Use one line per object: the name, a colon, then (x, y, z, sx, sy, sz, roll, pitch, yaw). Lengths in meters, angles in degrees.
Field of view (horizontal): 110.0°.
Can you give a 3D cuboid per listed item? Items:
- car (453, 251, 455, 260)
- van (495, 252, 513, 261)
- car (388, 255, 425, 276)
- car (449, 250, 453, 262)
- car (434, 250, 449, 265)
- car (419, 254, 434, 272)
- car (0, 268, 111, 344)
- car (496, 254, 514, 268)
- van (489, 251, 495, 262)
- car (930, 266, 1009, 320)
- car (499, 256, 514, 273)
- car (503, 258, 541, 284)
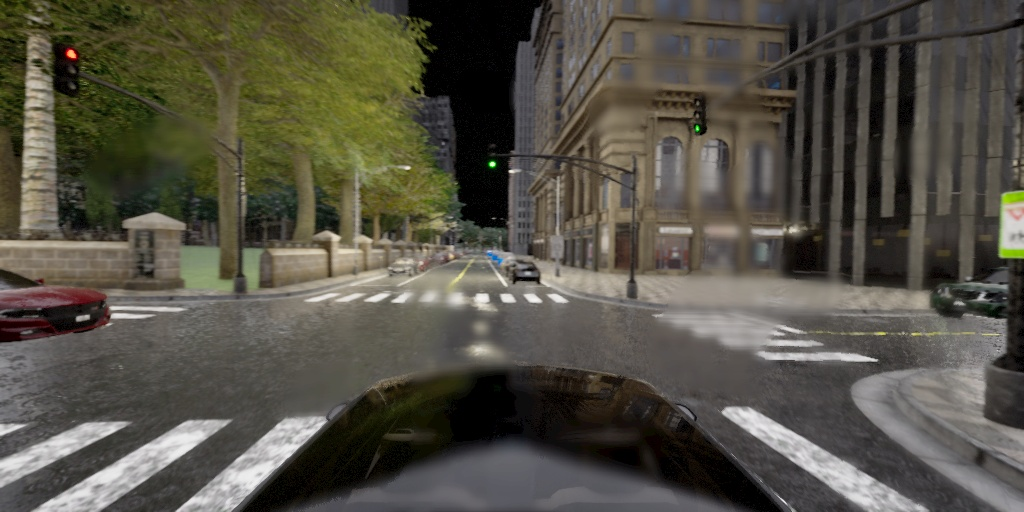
car: (-11.062, 0.222, 59.737, 1.751, 1.417, 4.829, 0, 0, -5)
van: (-0.687, 0.513, 39.039, 1.690, 1.789, 3.998, 0, 0, -5)
car: (-8.232, 0.791, 27.513, 2.007, 1.370, 4.403, 0, 0, -5)
car: (-10.603, 0.104, 54.507, 2.192, 1.841, 5.009, 0, 0, -5)
car: (-10.129, 0.321, 49.108, 1.967, 1.591, 4.097, 0, 0, -5)
car: (-8.706, 0.592, 32.911, 1.967, 1.591, 4.097, 0, 0, -5)
car: (-10.923, 0.865, 6.844, 5.008, 1.535, 1.882, 2, 1, -5)
car: (-0.228, 0.787, 33.809, 1.751, 1.417, 4.829, 0, 0, -5)
van: (-2.584, 0.147, 60.634, 1.690, 1.789, 3.998, 0, 0, -5)
car: (18.082, 1.377, 12.484, 5.566, 2.045, 2.150, 2, 1, -5)
car: (0.261, 0.916, 28.241, 1.948, 1.339, 4.313, 0, 0, -5)
car: (0.735, 1.005, 22.842, 1.948, 1.339, 4.313, 0, 0, -5)
